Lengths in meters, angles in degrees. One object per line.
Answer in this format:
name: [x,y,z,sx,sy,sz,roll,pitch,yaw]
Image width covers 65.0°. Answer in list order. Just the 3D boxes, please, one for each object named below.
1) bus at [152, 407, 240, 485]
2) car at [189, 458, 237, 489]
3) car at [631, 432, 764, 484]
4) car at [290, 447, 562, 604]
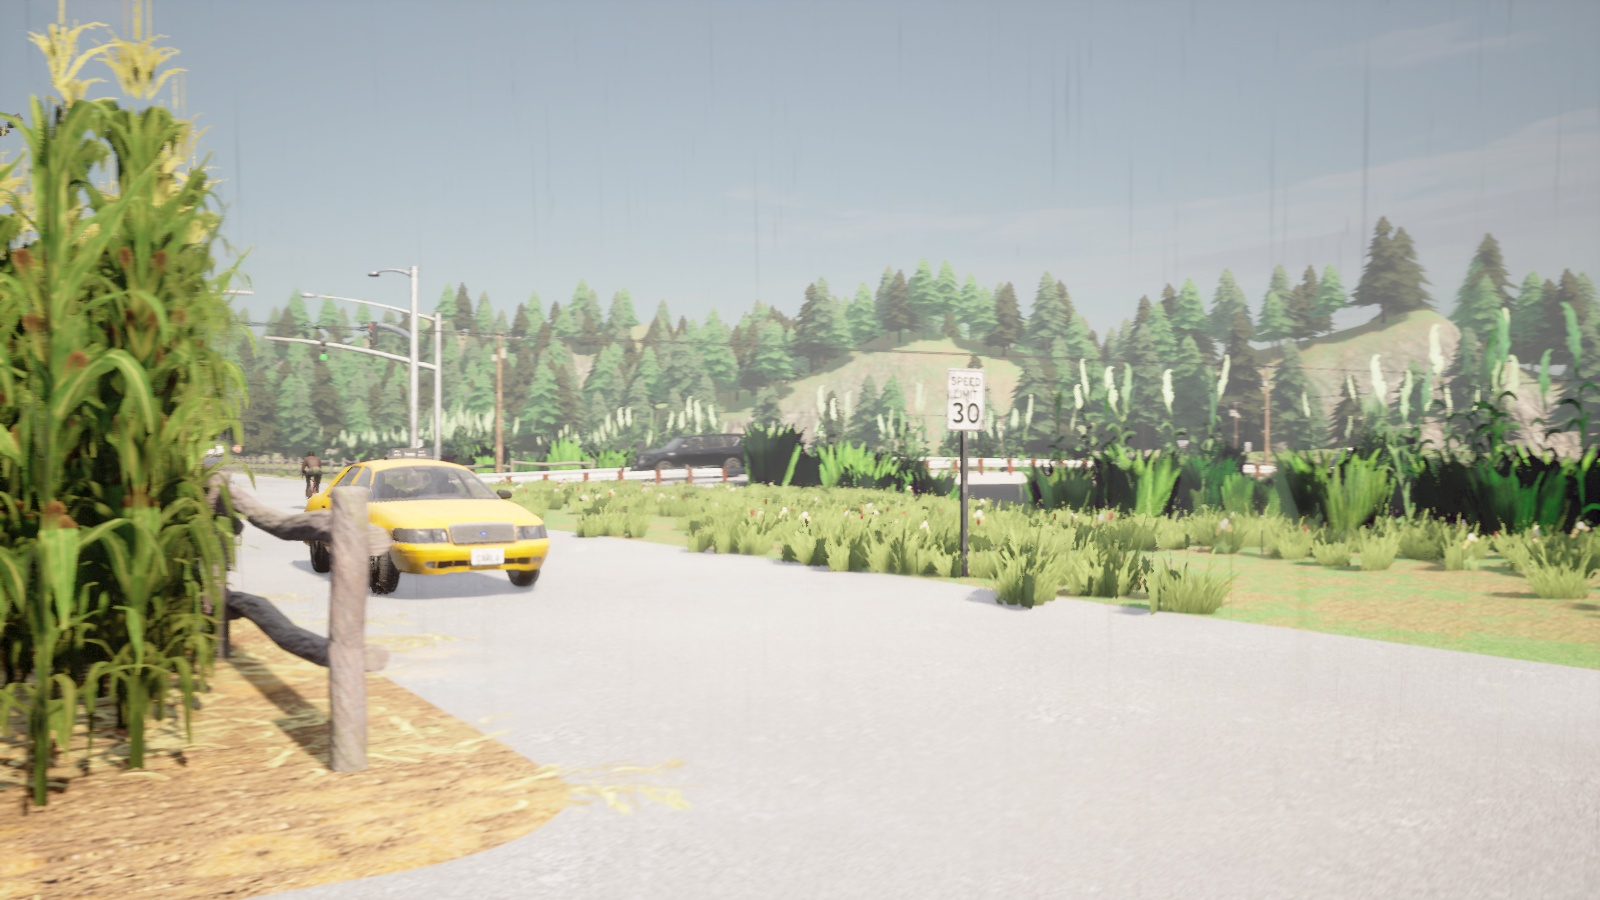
bus: [-35.515,-0.190,73.572,3.944,4.253,10.273,0,0,-30]
car: [-29.228,1.137,62.486,1.812,1.442,4.674,0,0,-30]
car: [-4.670,0.336,57.311,5.566,2.045,2.150,-3,1,-27]
car: [-4.757,0.774,15.327,1.801,1.575,5.366,0,0,-32]
